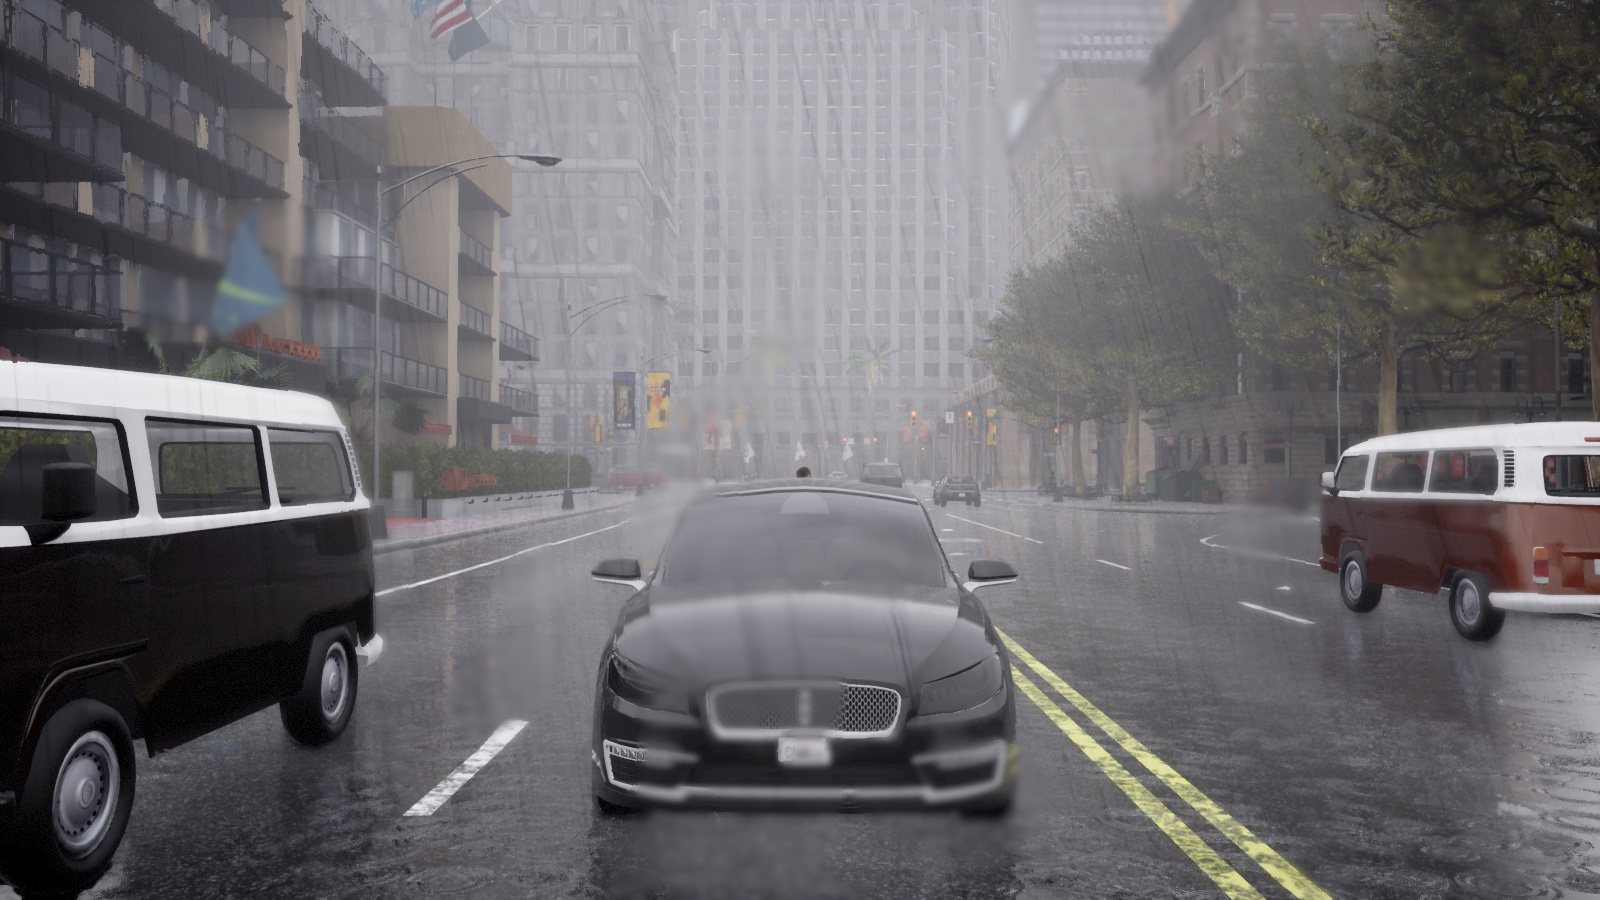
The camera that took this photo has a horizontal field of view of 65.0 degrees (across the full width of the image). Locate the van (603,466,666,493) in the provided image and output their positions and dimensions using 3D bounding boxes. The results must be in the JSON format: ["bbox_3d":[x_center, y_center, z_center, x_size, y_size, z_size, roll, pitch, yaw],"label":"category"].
[{"bbox_3d":[-12.391,2.190,93.860,4.442,1.987,1.775,0,-1,-19],"label":"van"}]

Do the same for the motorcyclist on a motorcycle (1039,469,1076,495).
[{"bbox_3d":[16.744,2.067,81.730,2.350,1.649,0.766,0,-2,8],"label":"motorcyclist on a motorcycle"}]

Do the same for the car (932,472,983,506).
[{"bbox_3d":[7.152,1.760,57.314,1.816,1.474,4.193,0,-1,0],"label":"car"}]

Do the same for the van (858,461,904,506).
[{"bbox_3d":[3.651,1.511,57.183,1.775,1.987,4.442,0,-1,0],"label":"van"}]

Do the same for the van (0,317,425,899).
[{"bbox_3d":[-3.470,0.650,5.862,2.069,2.038,4.480,0,-1,0],"label":"van"}]

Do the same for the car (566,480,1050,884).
[{"bbox_3d":[0.033,0.940,7.223,1.837,1.490,4.892,0,-1,0],"label":"car"}]

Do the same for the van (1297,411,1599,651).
[{"bbox_3d":[7.046,0.726,12.933,2.069,2.038,4.480,0,-1,0],"label":"van"}]
